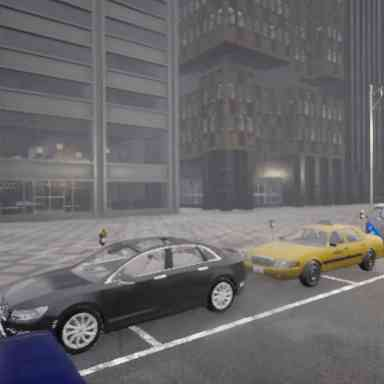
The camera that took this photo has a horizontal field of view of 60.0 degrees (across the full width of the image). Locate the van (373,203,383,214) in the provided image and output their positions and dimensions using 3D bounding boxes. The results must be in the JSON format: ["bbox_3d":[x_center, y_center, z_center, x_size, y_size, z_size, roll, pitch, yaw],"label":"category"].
[{"bbox_3d":[8.229,1.281,12.581,3.998,1.788,1.690,0,0,-36],"label":"van"}]

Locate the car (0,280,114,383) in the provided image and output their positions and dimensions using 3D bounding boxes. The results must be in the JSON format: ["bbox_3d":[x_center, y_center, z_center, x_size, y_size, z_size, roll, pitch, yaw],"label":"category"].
[{"bbox_3d":[-2.810,1.610,1.362,4.718,1.301,1.895,0,0,-36],"label":"car"}]

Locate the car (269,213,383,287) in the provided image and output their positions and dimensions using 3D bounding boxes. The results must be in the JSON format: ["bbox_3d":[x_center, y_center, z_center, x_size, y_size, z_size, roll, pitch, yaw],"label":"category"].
[{"bbox_3d":[3.512,1.492,9.189,4.829,1.417,1.752,0,0,-36],"label":"car"}]

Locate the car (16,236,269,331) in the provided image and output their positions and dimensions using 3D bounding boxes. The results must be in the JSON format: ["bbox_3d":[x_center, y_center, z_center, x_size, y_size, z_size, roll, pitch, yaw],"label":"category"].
[{"bbox_3d":[-0.930,1.542,5.996,4.403,1.369,2.008,0,0,-36],"label":"car"}]
